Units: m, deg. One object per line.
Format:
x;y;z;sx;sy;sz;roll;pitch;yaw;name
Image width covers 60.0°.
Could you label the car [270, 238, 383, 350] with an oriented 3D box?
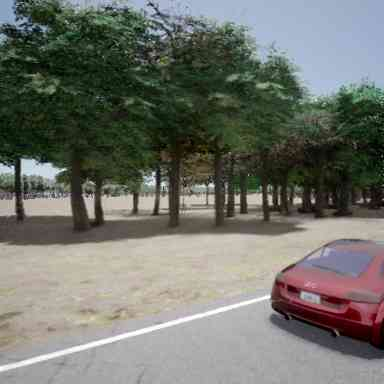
3.438;1.603;6.354;4.181;1.385;1.994;0;0;-37;car
